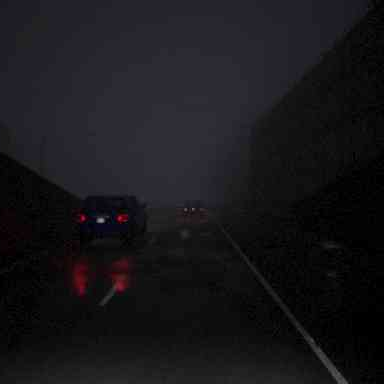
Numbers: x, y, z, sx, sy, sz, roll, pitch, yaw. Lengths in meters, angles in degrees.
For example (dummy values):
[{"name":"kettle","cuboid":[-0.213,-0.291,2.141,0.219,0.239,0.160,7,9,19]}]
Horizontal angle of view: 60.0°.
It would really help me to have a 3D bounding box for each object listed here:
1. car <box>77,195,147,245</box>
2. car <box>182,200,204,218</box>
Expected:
[{"name":"car","cuboid":[-3.392,1.127,15.060,2.150,2.045,5.566,0,1,0]},{"name":"car","cuboid":[0.101,1.368,28.305,2.033,1.411,5.357,0,0,0]}]
